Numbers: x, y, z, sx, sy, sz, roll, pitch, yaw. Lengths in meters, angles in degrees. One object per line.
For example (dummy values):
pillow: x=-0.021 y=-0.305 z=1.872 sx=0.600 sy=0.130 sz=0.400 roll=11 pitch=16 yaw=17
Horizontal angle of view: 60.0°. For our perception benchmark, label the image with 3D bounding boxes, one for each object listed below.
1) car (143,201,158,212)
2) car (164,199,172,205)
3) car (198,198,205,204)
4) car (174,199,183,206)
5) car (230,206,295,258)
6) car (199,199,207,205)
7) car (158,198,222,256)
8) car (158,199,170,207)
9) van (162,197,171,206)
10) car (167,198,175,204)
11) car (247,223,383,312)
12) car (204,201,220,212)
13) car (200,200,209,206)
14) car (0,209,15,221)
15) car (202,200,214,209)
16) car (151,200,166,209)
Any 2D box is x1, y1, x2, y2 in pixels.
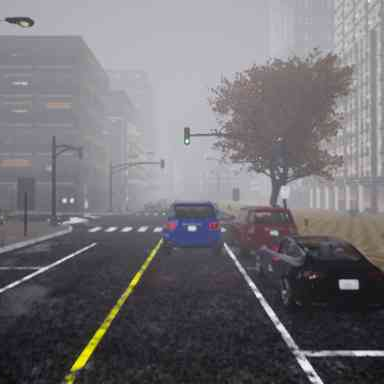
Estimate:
car: x=-5.677 y=2.016 z=45.698 sx=2.008 sy=1.369 sz=4.403 roll=0 pitch=-1 yaw=0
car: x=-5.670 y=2.413 z=78.892 sx=1.802 sy=1.307 sz=4.206 roll=0 pitch=-1 yaw=0
car: x=2.714 y=2.566 z=95.488 sx=1.887 sy=1.381 sz=4.507 roll=0 pitch=-1 yaw=0
car: x=-2.981 y=2.249 z=74.127 sx=1.882 sy=1.535 sz=5.008 roll=0 pitch=-1 yaw=0
car: x=2.696 y=1.448 z=13.312 sx=2.192 sy=1.841 sz=5.009 roll=0 pitch=-1 yaw=0
car: x=2.712 y=2.421 z=84.593 sx=1.752 sy=1.417 sz=4.829 roll=0 pitch=-1 yaw=0
car: x=0.005 y=1.356 z=13.998 sx=2.150 sy=2.045 sz=5.566 roll=0 pitch=0 yaw=0
car: x=-5.672 y=2.148 z=67.829 sx=1.967 sy=1.590 sz=4.097 roll=0 pitch=-1 yaw=0
van: x=-5.671 y=2.111 z=73.363 sx=1.690 sy=1.788 sz=3.998 roll=0 pitch=-1 yaw=0
car: x=-5.667 y=2.397 z=89.959 sx=1.967 sy=1.590 sz=4.097 roll=0 pitch=-1 yaw=0
car: x=2.695 y=1.644 z=7.787 sx=1.947 sy=1.339 sz=4.313 roll=0 pitch=-1 yaw=0
car: x=2.703 y=2.010 z=45.696 sx=1.887 sy=1.381 sz=4.507 roll=0 pitch=-1 yaw=0
car: x=2.709 y=2.351 z=73.357 sx=1.802 sy=1.307 sz=4.206 roll=0 pitch=-1 yaw=0
car: x=-16.418 y=1.604 z=26.298 sx=4.403 sy=1.369 sz=2.008 roll=1 pitch=-1 yaw=-1
car: x=2.705 y=2.112 z=56.931 sx=1.752 sy=1.417 sz=4.829 roll=0 pitch=-1 yaw=0
car: x=-5.675 y=2.136 z=56.764 sx=2.008 sy=1.369 sz=4.403 roll=0 pitch=-1 yaw=0
